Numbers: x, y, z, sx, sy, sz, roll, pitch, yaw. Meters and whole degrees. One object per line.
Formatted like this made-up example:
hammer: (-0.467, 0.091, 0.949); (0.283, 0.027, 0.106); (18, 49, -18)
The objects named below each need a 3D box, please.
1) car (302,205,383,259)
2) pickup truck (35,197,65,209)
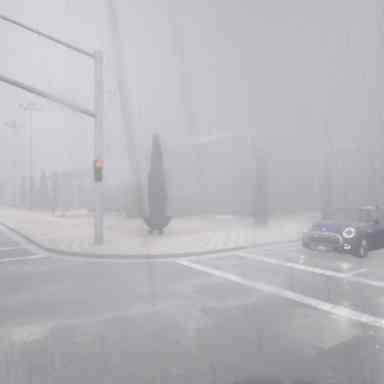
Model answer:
car: (6.285, 1.343, 12.762); (4.553, 1.767, 2.097); (0, 0, -35)
pickup truck: (-18.635, 1.055, 44.013); (2.390, 2.098, 6.274); (0, 0, -6)
